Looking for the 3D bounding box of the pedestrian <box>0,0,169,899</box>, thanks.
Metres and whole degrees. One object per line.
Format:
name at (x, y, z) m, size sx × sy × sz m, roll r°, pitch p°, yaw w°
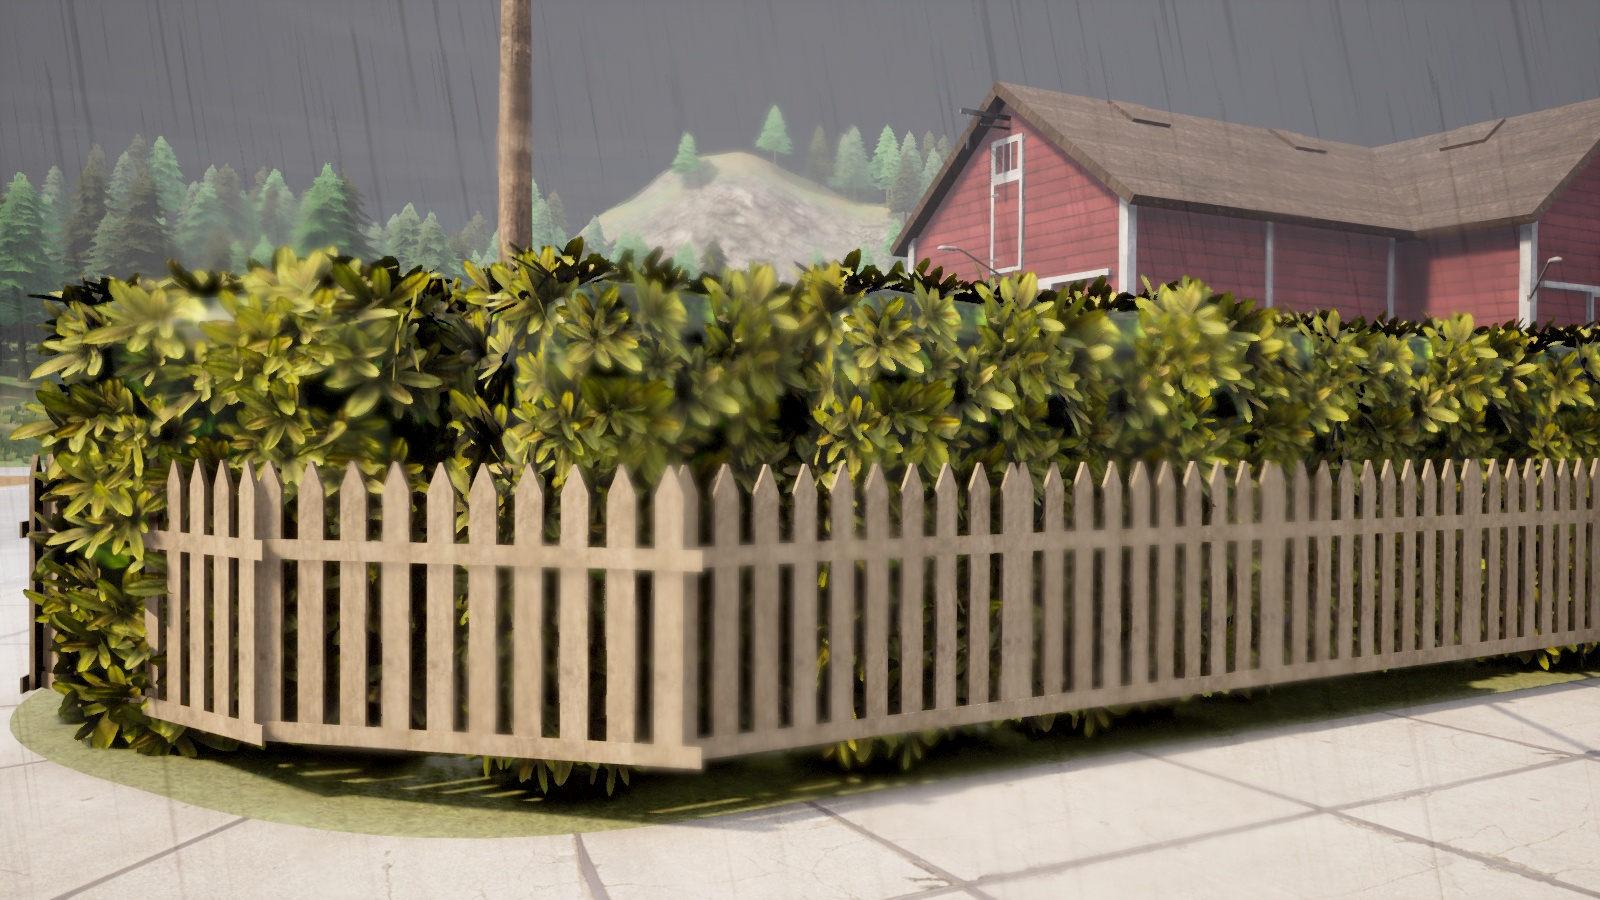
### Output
pedestrian at (-0.938, 0.594, 0.746) m, size 0.900 × 1.855 × 0.874 m, roll -1°, pitch 1°, yaw -35°
